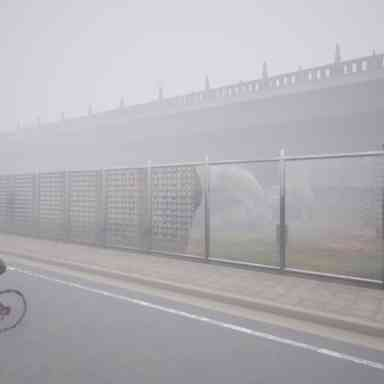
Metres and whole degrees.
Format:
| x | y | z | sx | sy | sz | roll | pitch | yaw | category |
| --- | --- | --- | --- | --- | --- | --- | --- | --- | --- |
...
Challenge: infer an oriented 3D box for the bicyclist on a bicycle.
| x | y | z | sx | sy | sz | roll | pitch | yaw | category |
| --- | --- | --- | --- | --- | --- | --- | --- | --- | --- |
| -3.266 | 1.452 | 4.908 | 0.582 | 1.620 | 1.656 | 0 | 2 | 35 | bicyclist on a bicycle |
